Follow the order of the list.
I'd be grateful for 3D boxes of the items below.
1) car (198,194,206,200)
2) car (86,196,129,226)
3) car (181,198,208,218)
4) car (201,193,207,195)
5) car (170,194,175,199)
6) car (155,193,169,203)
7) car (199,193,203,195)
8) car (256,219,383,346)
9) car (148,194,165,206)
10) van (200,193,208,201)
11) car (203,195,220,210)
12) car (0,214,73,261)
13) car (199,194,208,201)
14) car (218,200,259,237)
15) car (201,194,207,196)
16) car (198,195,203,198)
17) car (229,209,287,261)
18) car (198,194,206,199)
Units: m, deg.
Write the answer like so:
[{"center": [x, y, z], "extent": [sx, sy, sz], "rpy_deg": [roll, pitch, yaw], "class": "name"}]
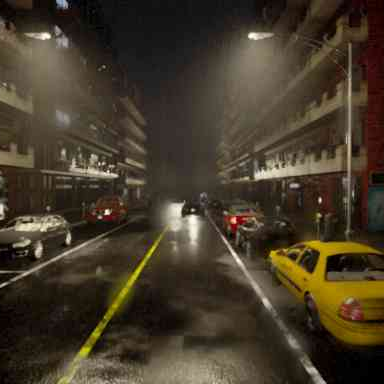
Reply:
[{"center": [2.634, 1.261, 84.763], "extent": [1.887, 1.381, 4.507], "rpy_deg": [-1, 0, 0], "class": "car"}, {"center": [-5.715, 1.236, 23.165], "extent": [2.192, 1.841, 5.009], "rpy_deg": [-1, 0, 0], "class": "car"}, {"center": [0.086, 1.463, 29.284], "extent": [1.994, 1.385, 4.181], "rpy_deg": [0, 0, 0], "class": "car"}, {"center": [2.653, 1.351, 51.322], "extent": [1.752, 1.417, 4.829], "rpy_deg": [-1, 0, 0], "class": "car"}, {"center": [-5.749, 1.265, 90.389], "extent": [1.947, 1.339, 4.313], "rpy_deg": [-1, 0, 0], "class": "car"}, {"center": [-5.733, 1.123, 56.777], "extent": [2.192, 1.841, 5.009], "rpy_deg": [-1, 0, 0], "class": "car"}, {"center": [2.645, 1.229, 62.355], "extent": [1.967, 1.590, 4.097], "rpy_deg": [-1, 0, 0], "class": "car"}, {"center": [2.677, 1.502, 6.505], "extent": [1.752, 1.417, 4.829], "rpy_deg": [-1, 0, 0], "class": "car"}, {"center": [-5.727, 1.377, 51.175], "extent": [2.008, 1.369, 4.403], "rpy_deg": [-1, 0, 0], "class": "car"}, {"center": [2.638, 1.093, 73.559], "extent": [1.690, 1.788, 3.998], "rpy_deg": [-1, 0, 0], "class": "van"}, {"center": [2.659, 1.429, 39.947], "extent": [1.947, 1.339, 4.313], "rpy_deg": [-1, 0, 0], "class": "car"}, {"center": [-5.706, 1.510, 11.961], "extent": [2.008, 1.369, 4.403], "rpy_deg": [-1, 0, 0], "class": "car"}, {"center": [2.638, 1.285, 79.161], "extent": [2.008, 1.369, 4.403], "rpy_deg": [-1, 0, 0], "class": "car"}, {"center": [2.669, 1.379, 17.539], "extent": [1.967, 1.590, 4.097], "rpy_deg": [-1, 0, 0], "class": "car"}, {"center": [2.656, 1.395, 45.550], "extent": [2.008, 1.369, 4.403], "rpy_deg": [-1, 0, 0], "class": "car"}, {"center": [0.077, 1.448, 44.919], "extent": [1.895, 1.301, 4.718], "rpy_deg": [0, 0, 0], "class": "car"}, {"center": [2.674, 1.524, 11.937], "extent": [1.947, 1.339, 4.313], "rpy_deg": [-1, 0, 0], "class": "car"}, {"center": [2.632, 1.264, 90.365], "extent": [1.947, 1.339, 4.313], "rpy_deg": [-1, 0, 0], "class": "car"}]
